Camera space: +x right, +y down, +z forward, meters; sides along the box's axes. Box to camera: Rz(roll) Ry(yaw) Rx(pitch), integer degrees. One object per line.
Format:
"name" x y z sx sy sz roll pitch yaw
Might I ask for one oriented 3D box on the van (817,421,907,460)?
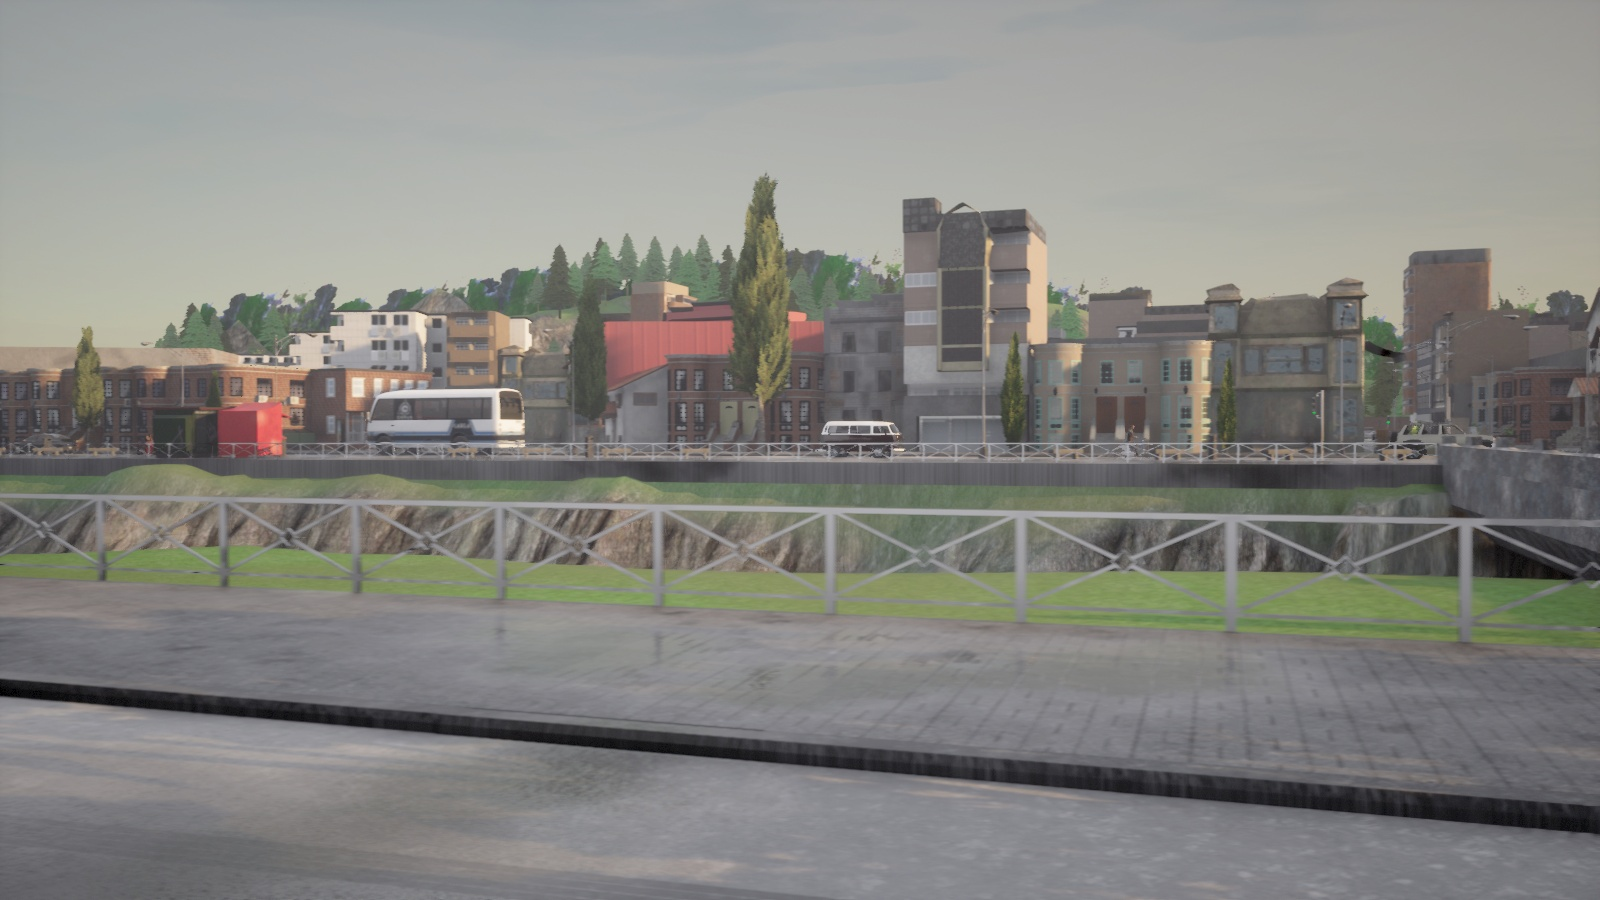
"van" 3.355 -0.522 67.700 4.480 2.038 2.069 1 1 19

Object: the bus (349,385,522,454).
"bus" -23.460 -1.934 80.915 10.273 4.253 3.944 1 1 19

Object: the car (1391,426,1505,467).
"car" 30.030 -0.176 58.211 4.605 1.855 1.932 1 0 30
